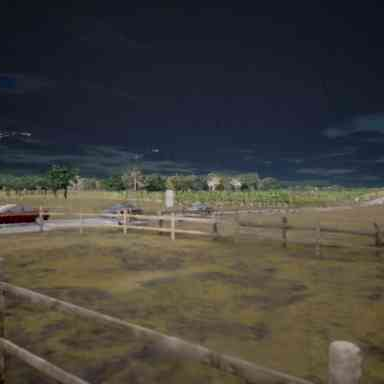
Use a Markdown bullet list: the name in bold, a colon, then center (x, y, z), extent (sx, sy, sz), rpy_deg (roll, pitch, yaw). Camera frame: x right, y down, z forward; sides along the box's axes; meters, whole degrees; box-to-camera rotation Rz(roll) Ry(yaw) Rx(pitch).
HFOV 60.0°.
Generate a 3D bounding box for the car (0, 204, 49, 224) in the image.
- **car**: center (-13.299, 1.674, 24.825), extent (1.882, 1.535, 5.008), rpy_deg (1, 0, 36)

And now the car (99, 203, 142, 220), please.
- **car**: center (-7.132, 1.931, 33.509), extent (1.837, 1.490, 4.892), rpy_deg (1, 0, 35)

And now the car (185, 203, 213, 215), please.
- **car**: center (1.020, 2.258, 45.042), extent (2.128, 1.511, 4.902), rpy_deg (1, 0, 36)
